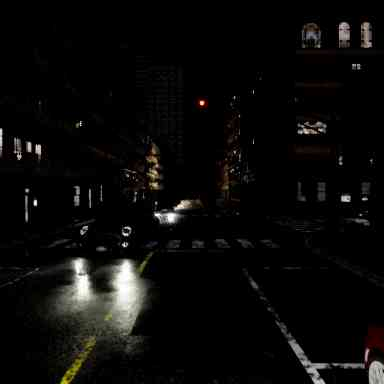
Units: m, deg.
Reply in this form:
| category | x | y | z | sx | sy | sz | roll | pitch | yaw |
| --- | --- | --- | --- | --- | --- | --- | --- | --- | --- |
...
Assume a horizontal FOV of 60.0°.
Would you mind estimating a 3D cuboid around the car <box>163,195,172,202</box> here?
| category | x | y | z | sx | sy | sz | roll | pitch | yaw |
| --- | --- | --- | --- | --- | --- | --- | --- | --- | --- |
| car | -5.623 | 1.563 | 78.281 | 1.752 | 1.417 | 4.829 | -1 | 0 | 0 |

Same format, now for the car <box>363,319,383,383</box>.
| category | x | y | z | sx | sy | sz | roll | pitch | yaw |
| --- | --- | --- | --- | --- | --- | --- | --- | --- | --- |
| car | 2.682 | 1.544 | 1.799 | 1.887 | 1.381 | 4.507 | 0 | 0 | 0 |

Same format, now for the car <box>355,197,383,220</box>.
| category | x | y | z | sx | sy | sz | roll | pitch | yaw |
| --- | --- | --- | --- | --- | --- | --- | --- | --- | --- |
| car | 15.205 | 1.271 | 24.773 | 5.357 | 1.411 | 2.033 | -1 | 0 | 0 |

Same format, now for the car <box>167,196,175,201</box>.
| category | x | y | z | sx | sy | sz | roll | pitch | yaw |
| --- | --- | --- | --- | --- | --- | --- | --- | --- | --- |
| car | -5.611 | 1.633 | 89.507 | 1.802 | 1.307 | 4.206 | -1 | 0 | 0 |

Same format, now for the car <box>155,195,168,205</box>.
| category | x | y | z | sx | sy | sz | roll | pitch | yaw |
| --- | --- | --- | --- | --- | --- | --- | --- | --- | --- |
| car | -5.640 | 1.463 | 61.867 | 1.967 | 1.590 | 4.097 | -1 | 0 | 0 |

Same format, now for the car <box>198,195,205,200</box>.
| category | x | y | z | sx | sy | sz | roll | pitch | yaw |
| --- | --- | --- | --- | --- | --- | --- | --- | --- | --- |
| car | 2.774 | 1.603 | 95.021 | 1.887 | 1.381 | 4.507 | -1 | 0 | 0 |

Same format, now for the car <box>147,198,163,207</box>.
| category | x | y | z | sx | sy | sz | roll | pitch | yaw |
| --- | --- | --- | --- | --- | --- | --- | --- | --- | --- |
| car | -5.650 | 1.580 | 50.811 | 1.947 | 1.339 | 4.313 | 0 | 0 | 0 |

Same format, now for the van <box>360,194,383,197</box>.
| category | x | y | z | sx | sy | sz | roll | pitch | yaw |
| --- | --- | --- | --- | --- | --- | --- | --- | --- | --- |
| van | 15.666 | 1.036 | 27.357 | 3.998 | 1.788 | 1.690 | -1 | 1 | -1 |

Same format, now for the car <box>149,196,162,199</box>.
| category | x | y | z | sx | sy | sz | roll | pitch | yaw |
| --- | --- | --- | --- | --- | --- | --- | --- | --- | --- |
| car | -5.654 | 1.561 | 45.284 | 2.008 | 1.369 | 4.403 | 0 | 0 | 0 |

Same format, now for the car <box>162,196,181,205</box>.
| category | x | y | z | sx | sy | sz | roll | pitch | yaw |
| --- | --- | --- | --- | --- | --- | --- | --- | --- | --- |
| car | -3.050 | 1.519 | 49.560 | 1.837 | 1.490 | 4.892 | 0 | 0 | 0 |

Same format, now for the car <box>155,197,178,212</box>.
| category | x | y | z | sx | sy | sz | roll | pitch | yaw |
| --- | --- | --- | --- | --- | --- | --- | --- | --- | --- |
| car | -3.063 | 1.607 | 39.348 | 1.895 | 1.301 | 4.718 | 0 | 0 | 0 |

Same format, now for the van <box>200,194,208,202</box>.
| category | x | y | z | sx | sy | sz | roll | pitch | yaw |
| --- | --- | --- | --- | --- | --- | --- | --- | --- | --- |
| van | 2.756 | 1.379 | 78.437 | 1.690 | 1.788 | 3.998 | -1 | 0 | 0 |

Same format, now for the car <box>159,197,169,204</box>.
| category | x | y | z | sx | sy | sz | roll | pitch | yaw |
| --- | --- | --- | --- | --- | --- | --- | --- | --- | --- |
| car | -5.633 | 1.609 | 67.395 | 1.802 | 1.307 | 4.206 | -1 | 0 | 0 |

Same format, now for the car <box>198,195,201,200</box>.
| category | x | y | z | sx | sy | sz | roll | pitch | yaw |
| --- | --- | --- | --- | --- | --- | --- | --- | --- | --- |
| car | 2.747 | 1.578 | 67.381 | 2.008 | 1.369 | 4.403 | -1 | 0 | 0 |

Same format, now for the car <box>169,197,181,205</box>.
| category | x | y | z | sx | sy | sz | roll | pitch | yaw |
| --- | --- | --- | --- | --- | --- | --- | --- | --- | --- |
| car | -3.017 | 1.622 | 59.781 | 1.895 | 1.301 | 4.718 | 0 | 0 | 0 |

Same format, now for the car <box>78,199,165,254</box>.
| category | x | y | z | sx | sy | sz | roll | pitch | yaw |
| --- | --- | --- | --- | --- | --- | --- | --- | --- | --- |
| car | -2.761 | 1.351 | 13.519 | 2.097 | 1.767 | 4.553 | 0 | 0 | 9 |

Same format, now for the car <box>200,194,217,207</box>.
| category | x | y | z | sx | sy | sz | roll | pitch | yaw |
| --- | --- | --- | --- | --- | --- | --- | --- | --- | --- |
| car | 2.730 | 1.454 | 50.798 | 1.967 | 1.590 | 4.097 | -1 | 0 | 0 |
